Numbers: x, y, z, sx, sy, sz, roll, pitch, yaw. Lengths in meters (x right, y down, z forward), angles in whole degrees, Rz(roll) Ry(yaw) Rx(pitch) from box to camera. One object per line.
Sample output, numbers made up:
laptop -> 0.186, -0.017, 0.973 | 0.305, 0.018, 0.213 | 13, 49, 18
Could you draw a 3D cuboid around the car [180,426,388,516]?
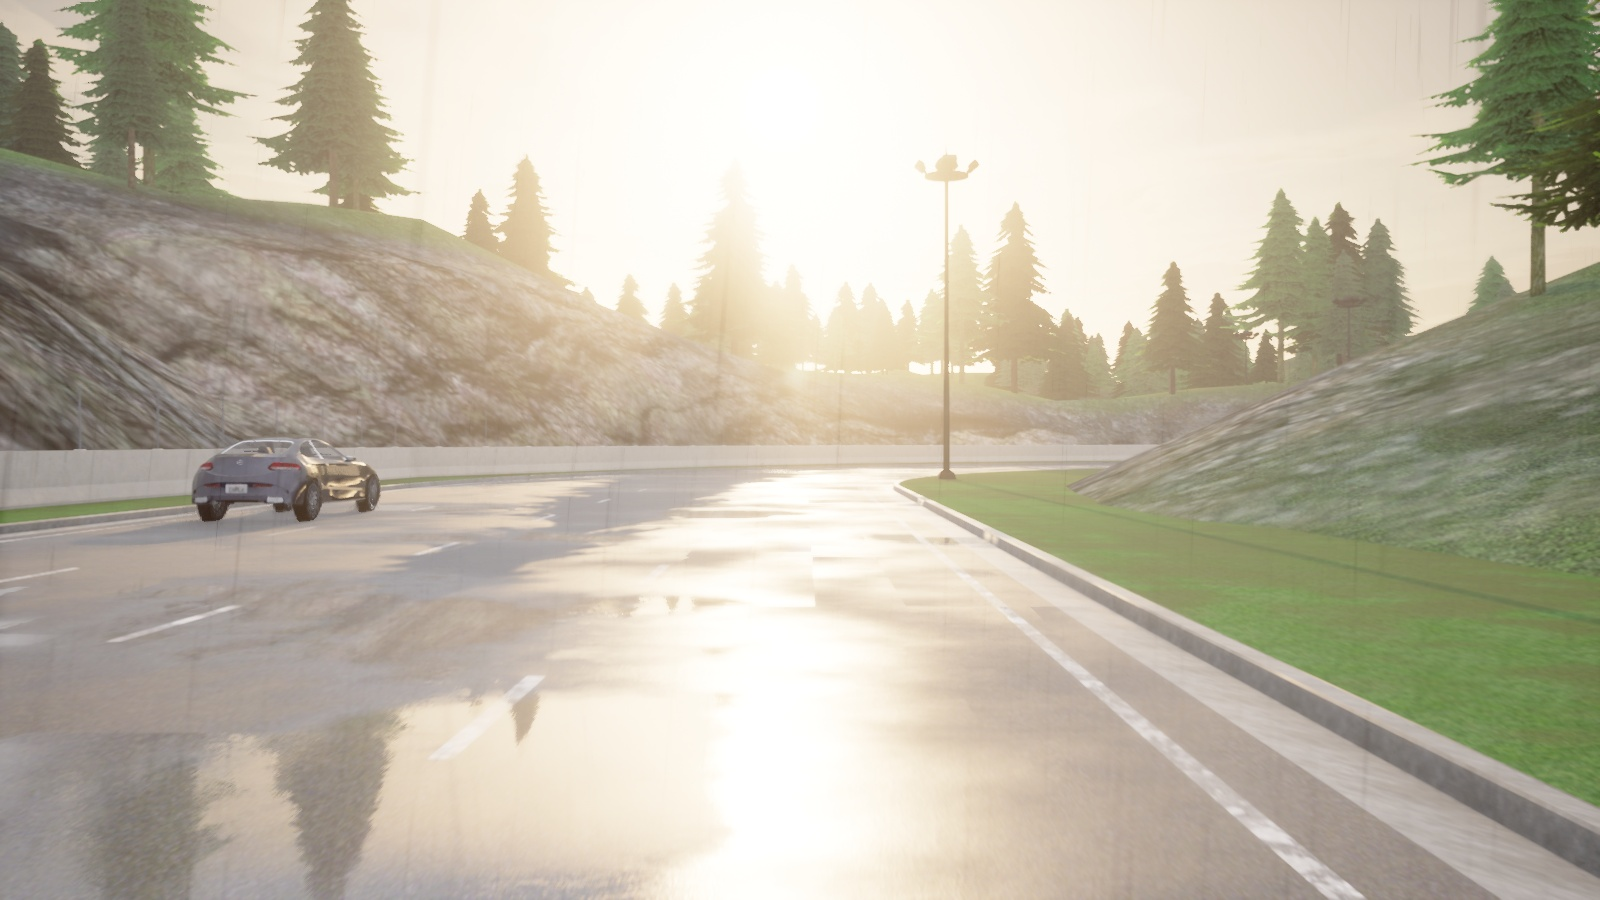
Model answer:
car -> -10.339, 0.372, 25.649 | 2.152, 1.651, 5.027 | 0, 0, 0
